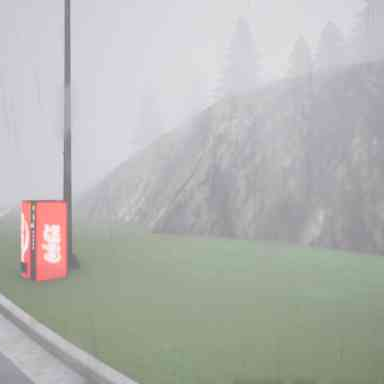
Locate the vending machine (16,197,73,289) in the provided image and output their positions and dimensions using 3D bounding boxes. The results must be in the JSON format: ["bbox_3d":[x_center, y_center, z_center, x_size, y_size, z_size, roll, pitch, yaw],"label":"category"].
[{"bbox_3d":[-3.727,1.192,8.412,1.100,2.100,0.880,0,0,-41],"label":"vending machine"}]
